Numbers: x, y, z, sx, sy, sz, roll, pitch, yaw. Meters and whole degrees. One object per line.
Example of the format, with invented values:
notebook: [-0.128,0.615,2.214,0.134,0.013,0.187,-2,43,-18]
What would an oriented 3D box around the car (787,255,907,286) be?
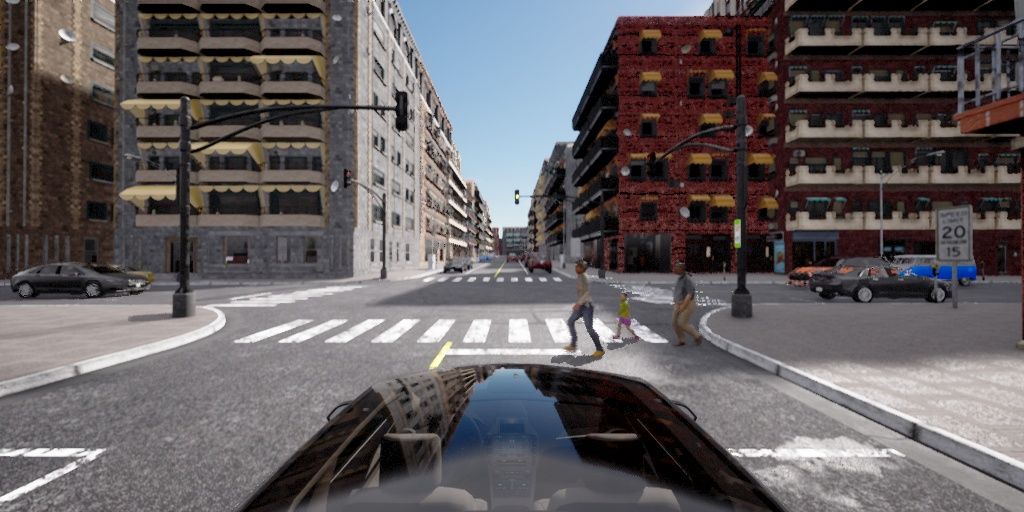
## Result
car: [17.284,0.843,18.910,4.553,1.767,2.097,0,0,0]

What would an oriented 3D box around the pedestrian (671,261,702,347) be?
pedestrian: [3.591,0.964,7.420,0.375,1.860,0.375,1,0,0]

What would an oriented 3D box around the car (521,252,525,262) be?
car: [2.615,0.463,44.931,2.192,1.841,5.009,0,0,0]

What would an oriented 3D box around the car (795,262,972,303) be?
car: [13.758,1.015,13.503,4.403,1.370,2.007,0,0,0]

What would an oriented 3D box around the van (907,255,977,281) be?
van: [24.925,0.831,21.343,3.998,1.789,1.690,0,0,0]

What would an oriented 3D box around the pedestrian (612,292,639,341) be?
pedestrian: [2.551,1.333,8.018,0.500,1.100,0.500,1,0,0]

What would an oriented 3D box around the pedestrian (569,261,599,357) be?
pedestrian: [1.365,0.972,6.824,0.375,1.860,0.375,1,0,0]

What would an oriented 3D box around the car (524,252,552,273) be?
car: [2.603,0.614,33.808,2.192,1.841,5.009,0,0,0]

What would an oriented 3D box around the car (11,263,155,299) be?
car: [-19.207,1.079,16.091,4.892,1.490,1.837,0,0,0]

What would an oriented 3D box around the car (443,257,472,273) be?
car: [-5.278,0.866,33.772,1.948,1.339,4.313,0,0,0]

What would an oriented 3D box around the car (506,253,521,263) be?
car: [0.070,0.286,63.352,2.097,1.767,4.553,0,1,0]
